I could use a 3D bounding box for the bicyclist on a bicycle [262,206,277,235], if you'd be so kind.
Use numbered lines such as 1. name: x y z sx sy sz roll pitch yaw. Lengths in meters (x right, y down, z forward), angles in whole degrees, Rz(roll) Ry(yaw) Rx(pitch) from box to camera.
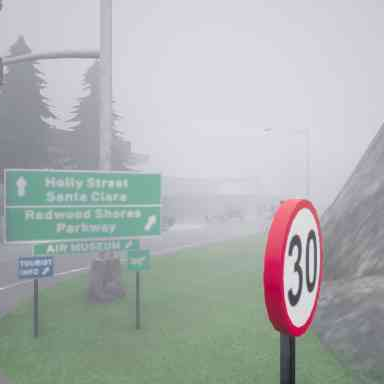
1. bicyclist on a bicycle: 4.672 1.643 18.706 1.656 1.620 0.582 0 0 36

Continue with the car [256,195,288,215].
1. car: 9.026 1.413 36.639 2.150 2.045 5.566 0 0 36

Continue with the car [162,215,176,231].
1. car: -3.145 1.792 20.044 1.895 1.301 4.718 0 0 36

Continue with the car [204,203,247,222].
1. car: 2.902 1.683 28.298 2.128 1.511 4.902 0 0 36

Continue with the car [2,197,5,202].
1. car: -12.266 1.505 26.086 1.905 1.878 3.866 0 0 35

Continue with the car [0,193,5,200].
1. car: -38.316 1.489 70.119 4.514 1.523 2.007 0 0 35
